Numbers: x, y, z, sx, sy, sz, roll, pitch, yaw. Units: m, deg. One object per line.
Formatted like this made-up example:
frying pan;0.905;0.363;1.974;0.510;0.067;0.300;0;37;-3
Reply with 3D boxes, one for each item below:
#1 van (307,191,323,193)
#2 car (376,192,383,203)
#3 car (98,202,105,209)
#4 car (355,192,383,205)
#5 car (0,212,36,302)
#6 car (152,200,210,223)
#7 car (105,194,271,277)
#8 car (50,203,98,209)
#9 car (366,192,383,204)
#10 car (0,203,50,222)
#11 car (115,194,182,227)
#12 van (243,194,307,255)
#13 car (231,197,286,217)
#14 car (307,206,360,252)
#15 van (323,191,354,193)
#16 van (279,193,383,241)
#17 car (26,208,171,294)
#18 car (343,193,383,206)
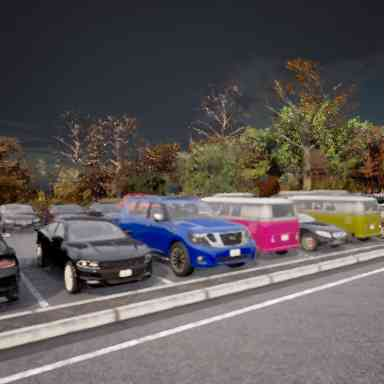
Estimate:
van;10.572;0.950;34.035;1.878;1.987;4.442;-1;1;-35
car;29.087;0.747;46.977;2.097;1.535;5.008;-1;1;-35
car;-5.599;1.453;22.428;2.163;1.488;4.792;0;0;-35
car;24.370;0.857;43.652;2.097;1.535;5.008;-1;1;-35
car;-5.134;1.435;7.384;2.097;1.535;5.008;0;0;-35
car;-0.992;1.412;25.714;2.097;1.535;5.008;0;0;-35
car;-0.507;1.176;10.627;2.435;2.045;5.566;0;0;-35
car;-7.905;1.457;20.798;2.163;1.488;4.792;0;0;-35
car;26.763;0.831;45.375;2.163;1.488;4.792;-1;1;-35
car;-10.129;1.432;19.270;2.231;1.521;4.892;0;0;-35
car;-3.294;1.168;24.059;2.435;2.045;5.566;0;0;-35
van;1.717;1.198;12.377;1.878;1.987;4.442;0;0;-35
car;6.016;1.312;30.711;2.163;1.488;4.792;-1;1;-35
car;4.090;1.460;13.915;2.002;1.452;4.674;0;0;-35
van;15.186;0.842;37.294;1.878;1.987;4.442;-1;1;-35
van;6.232;1.187;15.570;1.878;1.987;4.442;0;0;-35
car;-2.833;1.431;9.023;2.097;1.535;5.008;0;0;-35
car;22.071;0.910;42.015;2.097;1.535;5.008;-1;1;-35
